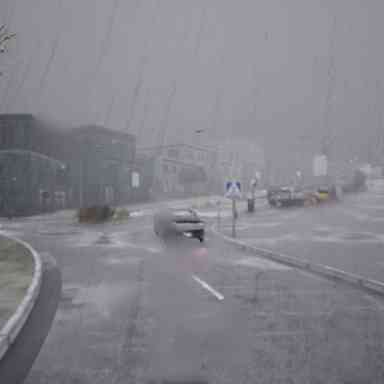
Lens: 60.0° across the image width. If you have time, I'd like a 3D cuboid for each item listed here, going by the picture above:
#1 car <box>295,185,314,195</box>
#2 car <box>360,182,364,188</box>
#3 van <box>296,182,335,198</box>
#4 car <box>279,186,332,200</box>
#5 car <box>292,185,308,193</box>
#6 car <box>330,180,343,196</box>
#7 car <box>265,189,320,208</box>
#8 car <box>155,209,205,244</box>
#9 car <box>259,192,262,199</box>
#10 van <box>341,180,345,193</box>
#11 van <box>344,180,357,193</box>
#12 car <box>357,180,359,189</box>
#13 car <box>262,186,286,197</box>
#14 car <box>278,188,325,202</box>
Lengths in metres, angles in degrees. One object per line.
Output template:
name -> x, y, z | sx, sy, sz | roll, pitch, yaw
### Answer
car -> 20.212, -0.397, 59.611 | 2.128, 1.511, 4.902 | -2, 2, 33
car -> 32.094, -1.307, 68.562 | 5.366, 1.575, 1.946 | -2, 2, 13
van -> 15.609, 0.100, 42.957 | 4.442, 1.987, 1.878 | -2, 2, 13
car -> 13.682, 0.495, 40.467 | 5.366, 1.575, 1.946 | -2, 2, 13
car -> 22.420, -0.728, 69.078 | 1.994, 1.385, 4.181 | -2, 2, 33
car -> 17.105, -0.083, 45.541 | 5.566, 2.045, 2.435 | -2, 2, 13
car -> 10.577, 0.819, 35.313 | 4.892, 1.521, 2.231 | -2, 2, 13
car -> -0.690, 1.562, 16.463 | 2.128, 1.511, 4.902 | 1, 1, -13
car -> 12.204, 0.264, 52.938 | 1.812, 1.442, 4.674 | -2, 2, 33
van -> 20.301, -0.380, 50.685 | 4.442, 1.987, 1.878 | -2, 2, 13
van -> 27.093, -1.039, 60.886 | 4.442, 1.987, 1.878 | -2, 2, 13
car -> 28.594, -1.097, 63.483 | 4.553, 1.767, 2.185 | -2, 2, 13
car -> 12.351, 0.119, 47.153 | 2.150, 2.045, 5.566 | -2, 2, 32
car -> 12.226, 0.695, 37.866 | 4.674, 1.452, 2.002 | -2, 2, 13
